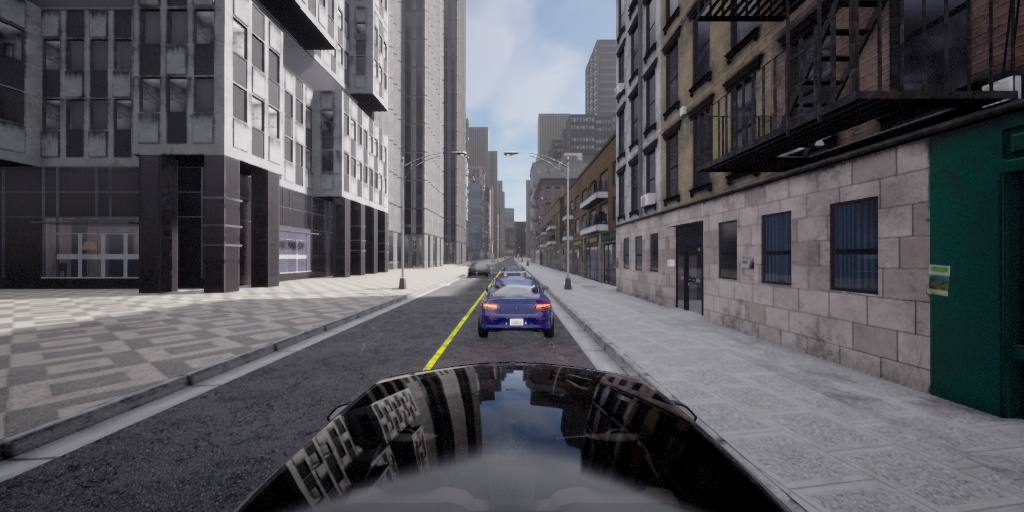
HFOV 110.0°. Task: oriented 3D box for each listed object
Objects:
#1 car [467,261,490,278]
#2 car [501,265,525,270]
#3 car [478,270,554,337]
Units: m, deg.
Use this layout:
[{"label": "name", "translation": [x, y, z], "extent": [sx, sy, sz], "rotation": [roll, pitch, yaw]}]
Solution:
[{"label": "car", "translation": [-3.113, 1.257, 34.310], "extent": [1.882, 1.535, 5.008], "rotation": [0, 0, 0]}, {"label": "car", "translation": [0.092, 1.372, 27.879], "extent": [1.895, 1.301, 4.718], "rotation": [0, 0, -1]}, {"label": "car", "translation": [0.096, 1.279, 10.134], "extent": [1.812, 1.442, 4.674], "rotation": [0, 0, 0]}]
